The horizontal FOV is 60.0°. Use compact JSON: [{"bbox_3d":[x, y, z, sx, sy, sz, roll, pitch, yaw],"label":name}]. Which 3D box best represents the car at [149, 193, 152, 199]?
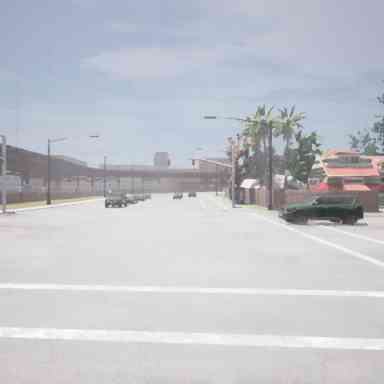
[{"bbox_3d":[-10.426,0.897,76.577,1.812,1.442,4.674,0,1,0],"label":"car"}]

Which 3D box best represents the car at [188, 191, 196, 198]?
[{"bbox_3d":[0.084,0.519,86.839,2.097,1.767,4.553,0,1,0],"label":"car"}]

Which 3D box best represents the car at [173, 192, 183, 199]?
[{"bbox_3d":[-3.425,0.963,76.883,1.895,1.301,4.718,0,1,0],"label":"car"}]

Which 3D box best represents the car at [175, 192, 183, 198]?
[{"bbox_3d":[-3.416,0.709,87.201,1.994,1.385,4.181,0,1,0],"label":"car"}]

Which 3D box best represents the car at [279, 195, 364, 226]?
[{"bbox_3d":[8.920,1.226,23.065,5.566,2.045,2.150,0,0,-3],"label":"car"}]

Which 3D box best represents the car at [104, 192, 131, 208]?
[{"bbox_3d":[-10.509,1.082,46.405,2.150,2.045,5.566,0,1,1],"label":"car"}]

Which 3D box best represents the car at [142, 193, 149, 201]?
[{"bbox_3d":[-10.436,1.142,66.245,1.994,1.385,4.181,0,1,0],"label":"car"}]

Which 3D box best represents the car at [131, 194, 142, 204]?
[{"bbox_3d":[-10.445,1.286,56.527,2.033,1.411,5.357,0,1,0],"label":"car"}]
